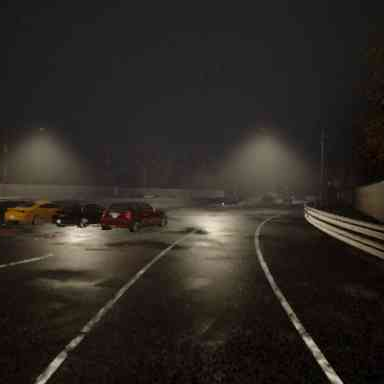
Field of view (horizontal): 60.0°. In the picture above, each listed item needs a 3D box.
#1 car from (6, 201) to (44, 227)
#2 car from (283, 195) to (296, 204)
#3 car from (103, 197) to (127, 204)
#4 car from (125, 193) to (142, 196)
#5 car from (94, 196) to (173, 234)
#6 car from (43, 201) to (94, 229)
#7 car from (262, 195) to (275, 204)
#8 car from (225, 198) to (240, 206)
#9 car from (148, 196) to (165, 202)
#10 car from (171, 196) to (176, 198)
[{"bbox_3d":[-9.757,1.364,22.156,1.882,1.535,5.008,1,0,23],"label":"car"},{"bbox_3d":[22.925,1.984,79.551,1.837,1.490,4.892,1,0,24],"label":"car"},{"bbox_3d":[-14.661,1.607,63.479,1.895,1.301,4.718,1,0,24],"label":"car"},{"bbox_3d":[-11.301,1.261,62.428,2.150,2.045,5.566,1,0,24],"label":"car"},{"bbox_3d":[-3.251,1.317,19.526,2.097,1.767,4.553,1,0,23],"label":"car"},{"bbox_3d":[-6.509,1.423,20.848,1.837,1.490,4.892,1,0,23],"label":"car"},{"bbox_3d":[17.311,1.631,75.440,2.150,2.045,5.566,1,0,24],"label":"car"},{"bbox_3d":[7.511,1.805,61.769,1.994,1.385,4.181,1,0,24],"label":"car"},{"bbox_3d":[-8.344,1.639,77.922,1.837,1.490,4.892,1,0,24],"label":"car"},{"bbox_3d":[-4.986,1.695,76.868,1.812,1.442,4.674,1,0,24],"label":"car"}]
